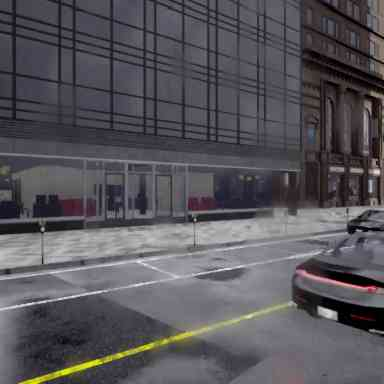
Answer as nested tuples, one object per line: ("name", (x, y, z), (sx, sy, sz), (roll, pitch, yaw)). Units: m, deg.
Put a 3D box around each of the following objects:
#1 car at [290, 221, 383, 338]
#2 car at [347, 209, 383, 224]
("car", (3.868, 1.490, 6.071), (4.902, 1.511, 2.128), (0, 0, -36))
("car", (9.998, 1.567, 17.645), (4.313, 1.339, 1.947), (0, 0, -36))
